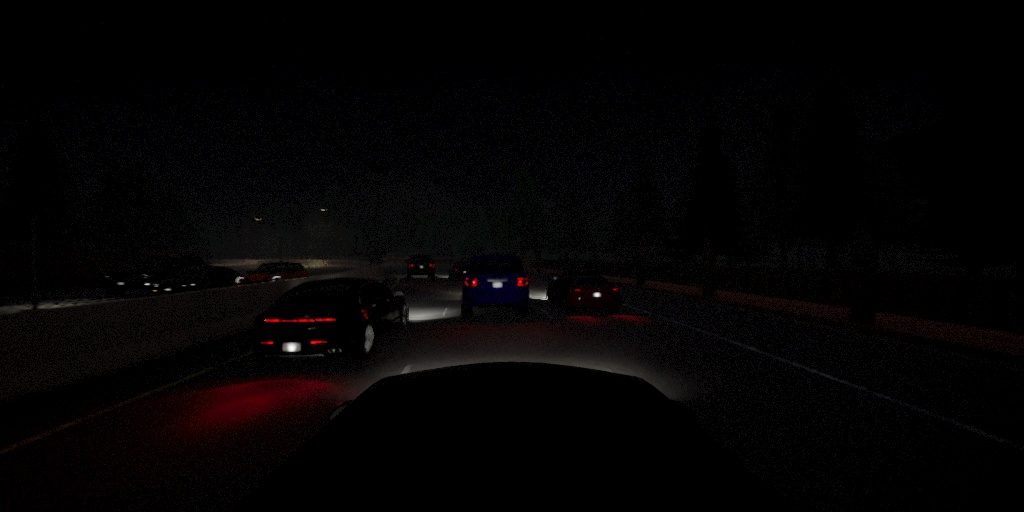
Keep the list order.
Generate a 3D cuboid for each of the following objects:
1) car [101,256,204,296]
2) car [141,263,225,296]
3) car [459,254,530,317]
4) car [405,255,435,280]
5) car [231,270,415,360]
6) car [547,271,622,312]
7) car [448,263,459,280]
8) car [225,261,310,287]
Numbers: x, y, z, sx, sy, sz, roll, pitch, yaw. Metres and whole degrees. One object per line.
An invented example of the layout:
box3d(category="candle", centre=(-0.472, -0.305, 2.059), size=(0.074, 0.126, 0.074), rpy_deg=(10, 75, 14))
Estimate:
box3d(category="car", centre=(-19.758, 0.999, 20.266), size=(2.150, 2.045, 5.566), rpy_deg=(0, 0, -13))
box3d(category="car", centre=(-15.833, 1.273, 18.412), size=(1.837, 1.490, 4.892), rpy_deg=(0, 0, -11))
box3d(category="car", centre=(-0.723, 0.948, 13.367), size=(2.150, 2.045, 5.566), rpy_deg=(0, 0, -6))
box3d(category="car", centre=(-7.706, 0.934, 30.155), size=(2.150, 2.045, 5.566), rpy_deg=(0, 0, -16))
box3d(category="car", centre=(-3.787, 1.253, 8.354), size=(1.837, 1.490, 4.892), rpy_deg=(0, 0, -3))
box3d(category="car", centre=(2.662, 1.278, 14.085), size=(1.994, 1.385, 4.181), rpy_deg=(0, 0, -6))
box3d(category="car", centre=(-4.360, 1.263, 30.963), size=(1.994, 1.385, 4.181), rpy_deg=(0, 0, -16))
box3d(category="car", centre=(-12.393, 1.105, 18.846), size=(2.097, 1.767, 4.553), rpy_deg=(0, 0, -11))
